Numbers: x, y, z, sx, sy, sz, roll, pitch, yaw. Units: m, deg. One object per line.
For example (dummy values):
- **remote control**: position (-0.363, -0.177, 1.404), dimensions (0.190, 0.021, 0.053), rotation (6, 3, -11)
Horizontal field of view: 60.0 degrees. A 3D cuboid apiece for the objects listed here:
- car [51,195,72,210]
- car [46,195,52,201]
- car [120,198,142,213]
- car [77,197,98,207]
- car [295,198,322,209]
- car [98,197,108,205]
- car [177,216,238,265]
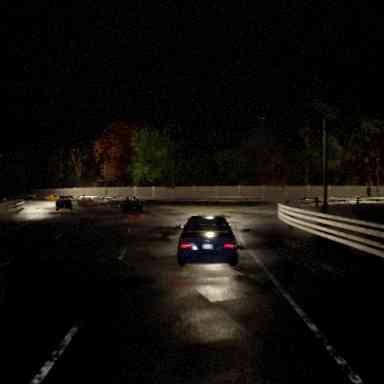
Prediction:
- **car**: position (-16.334, 1.462, 42.259), dimensions (2.128, 1.511, 4.902), rotation (0, 0, -24)
- **car**: position (-33.177, 1.430, 79.257), dimensions (5.008, 1.535, 1.882), rotation (0, 0, 45)
- **car**: position (-6.799, 1.444, 37.073), dimensions (2.128, 1.511, 4.902), rotation (0, 0, -20)
- **car**: position (-15.642, 1.520, 49.152), dimensions (1.994, 1.385, 4.181), rotation (0, 0, -27)
- **car**: position (15.367, 1.442, 43.760), dimensions (4.181, 1.385, 1.994), rotation (0, 0, -43)
- **car**: position (-15.943, 1.544, 56.825), dimensions (1.895, 1.301, 4.718), rotation (0, 0, -31)
- **car**: position (0.539, 1.525, 11.534), dimensions (2.033, 1.411, 5.357), rotation (0, 0, 3)
